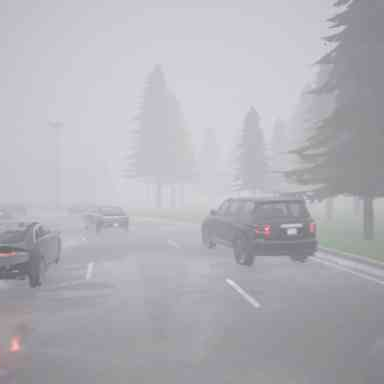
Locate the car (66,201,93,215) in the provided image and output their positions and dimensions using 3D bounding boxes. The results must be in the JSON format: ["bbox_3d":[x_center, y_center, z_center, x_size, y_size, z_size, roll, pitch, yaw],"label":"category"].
[{"bbox_3d":[-10.820,1.667,33.224,4.902,1.511,2.128,-1,0,45],"label":"car"}]

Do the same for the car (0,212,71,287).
[{"bbox_3d":[-4.877,1.571,9.272,2.128,1.511,4.902,-1,0,-14],"label":"car"}]

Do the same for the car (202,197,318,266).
[{"bbox_3d":[2.040,1.188,11.709,2.150,2.045,5.566,-1,0,-15],"label":"car"}]

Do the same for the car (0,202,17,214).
[{"bbox_3d":[-17.736,1.853,29.832,4.181,1.385,1.994,-1,0,44],"label":"car"}]

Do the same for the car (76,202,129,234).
[{"bbox_3d":[-5.233,1.575,19.969,2.128,1.511,4.902,-1,0,-29],"label":"car"}]

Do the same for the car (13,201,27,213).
[{"bbox_3d":[-20.045,1.805,36.769,5.008,1.535,1.882,-1,0,42],"label":"car"}]
